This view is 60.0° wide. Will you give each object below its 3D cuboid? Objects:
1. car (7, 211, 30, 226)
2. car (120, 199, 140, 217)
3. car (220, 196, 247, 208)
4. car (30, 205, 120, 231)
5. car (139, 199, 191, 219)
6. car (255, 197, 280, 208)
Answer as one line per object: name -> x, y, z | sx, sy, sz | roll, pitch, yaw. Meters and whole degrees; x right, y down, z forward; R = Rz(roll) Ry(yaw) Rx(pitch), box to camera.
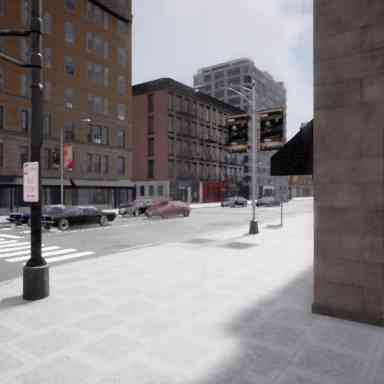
car -> -9.737, 1.553, 22.472 | 1.895, 1.301, 4.718 | 0, 0, 35
car -> -4.458, 1.405, 29.967 | 2.128, 1.511, 4.902 | 0, 0, 35
car -> 5.555, 1.331, 44.150 | 2.128, 1.511, 4.902 | 0, 0, 35
car -> -7.081, 1.547, 20.599 | 1.895, 1.301, 4.718 | 0, 0, 35
car -> -1.917, 1.434, 27.931 | 1.812, 1.442, 4.674 | 0, 0, 35
car -> 10.249, 1.365, 45.132 | 2.033, 1.411, 5.357 | 0, 0, 36
